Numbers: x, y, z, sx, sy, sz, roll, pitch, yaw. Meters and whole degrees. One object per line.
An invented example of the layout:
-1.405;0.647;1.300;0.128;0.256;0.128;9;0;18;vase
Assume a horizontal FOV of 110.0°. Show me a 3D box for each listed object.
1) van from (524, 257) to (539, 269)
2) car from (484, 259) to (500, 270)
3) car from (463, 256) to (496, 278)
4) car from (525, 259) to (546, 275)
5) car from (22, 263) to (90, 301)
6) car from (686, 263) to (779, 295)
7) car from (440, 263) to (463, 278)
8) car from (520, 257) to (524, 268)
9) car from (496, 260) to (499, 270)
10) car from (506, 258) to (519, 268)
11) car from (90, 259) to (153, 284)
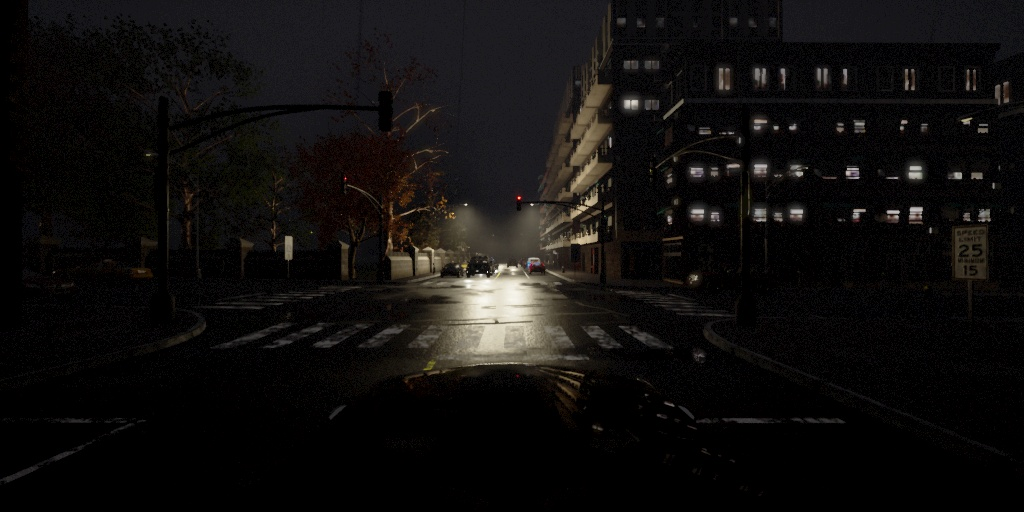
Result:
2.749;1.116;45.581;1.690;1.789;3.998;0;0;0;van
-3.019;1.279;54.970;2.128;1.511;4.902;0;0;0;car
-3.042;0.986;34.619;2.150;2.045;5.566;0;0;1;car
2.741;1.314;39.951;1.888;1.381;4.507;0;0;0;car
-18.947;1.007;13.319;4.207;1.307;1.802;0;0;0;car
13.476;1.353;21.966;5.009;1.841;2.192;0;0;0;car
-5.647;1.330;34.332;1.948;1.339;4.313;0;0;0;car
2.764;1.230;56.842;1.967;1.591;4.097;0;0;0;car
-3.040;1.322;44.871;2.033;1.411;5.357;0;0;0;car
0.080;1.304;62.625;1.837;1.490;4.892;0;0;0;car
-24.717;0.883;21.652;4.829;1.417;1.751;0;0;0;car
